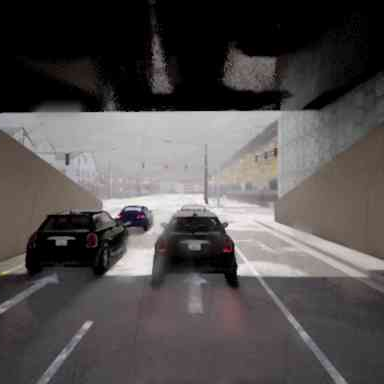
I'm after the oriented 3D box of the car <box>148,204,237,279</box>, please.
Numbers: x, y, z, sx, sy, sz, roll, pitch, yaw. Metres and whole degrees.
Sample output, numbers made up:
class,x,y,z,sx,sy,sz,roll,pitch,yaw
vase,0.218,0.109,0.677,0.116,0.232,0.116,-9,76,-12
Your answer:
class,x,y,z,sx,sy,sz,roll,pitch,yaw
car,0.074,1.338,10.146,2.097,1.767,4.553,0,0,0

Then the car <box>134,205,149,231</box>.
class,x,y,z,sx,sy,sz,roll,pitch,yaw
car,-3.421,1.496,20.223,1.812,1.442,4.674,0,0,0

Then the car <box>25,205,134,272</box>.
class,x,y,z,sx,sy,sz,roll,pitch,yaw
car,-3.420,1.337,10.821,2.097,1.767,4.553,0,0,0

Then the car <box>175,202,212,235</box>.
class,x,y,z,sx,sy,sz,roll,pitch,yaw
car,0.080,1.448,19.679,1.882,1.535,5.008,0,0,0
